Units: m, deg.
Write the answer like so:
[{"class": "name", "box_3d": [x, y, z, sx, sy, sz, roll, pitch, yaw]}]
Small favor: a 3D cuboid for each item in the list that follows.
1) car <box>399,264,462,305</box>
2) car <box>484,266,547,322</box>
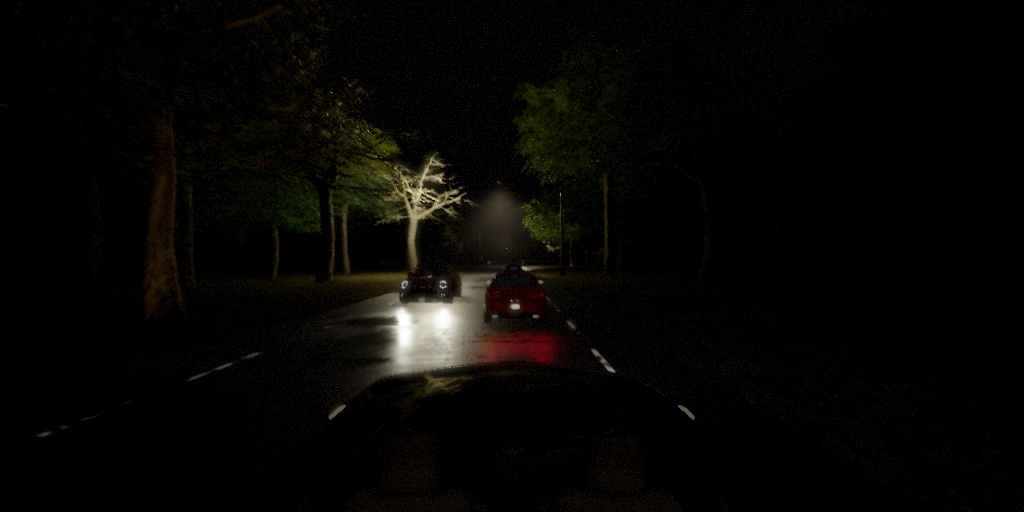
[{"class": "car", "box_3d": [-3.602, 1.169, 16.547, 2.097, 1.767, 4.553, 0, 0, 0]}, {"class": "car", "box_3d": [0.099, 1.275, 12.461, 1.882, 1.535, 5.008, 0, 0, 0]}]
